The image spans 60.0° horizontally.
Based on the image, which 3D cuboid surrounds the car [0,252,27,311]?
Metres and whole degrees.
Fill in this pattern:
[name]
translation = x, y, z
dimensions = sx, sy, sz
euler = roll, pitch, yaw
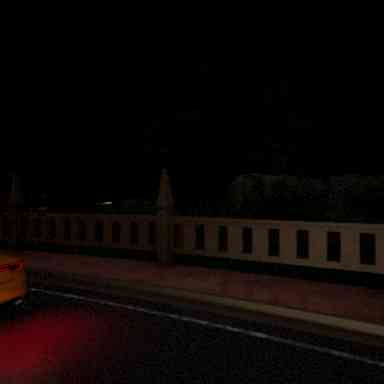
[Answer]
[car]
translation = -5.452, 1.513, 6.331
dimensions = 5.008, 1.535, 1.882
euler = 0, 0, 25
